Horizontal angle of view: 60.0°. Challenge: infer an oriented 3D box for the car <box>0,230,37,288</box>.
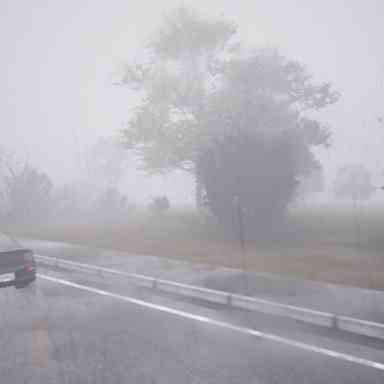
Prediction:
[{"bbox_3d":[-5.551,1.527,7.952,4.674,1.442,1.812,0,0,35],"label":"car"}]
